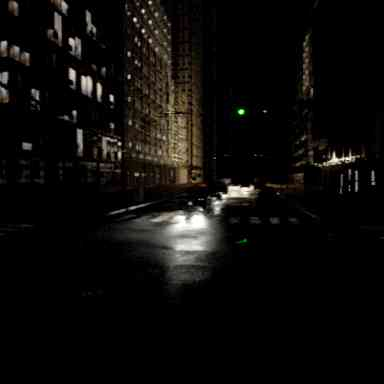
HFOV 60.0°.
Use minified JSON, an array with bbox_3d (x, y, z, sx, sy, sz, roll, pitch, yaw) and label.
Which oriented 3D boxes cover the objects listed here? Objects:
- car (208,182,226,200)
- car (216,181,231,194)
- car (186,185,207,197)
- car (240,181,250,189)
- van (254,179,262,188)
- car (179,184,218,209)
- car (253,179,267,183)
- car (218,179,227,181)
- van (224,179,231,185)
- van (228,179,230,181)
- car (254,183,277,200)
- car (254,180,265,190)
[{"bbox_3d":[2.139,-0.024,34.487,1.812,1.442,4.674,0,3,10],"label":"car"},{"bbox_3d":[3.866,-0.423,44.285,1.994,1.385,4.181,0,3,10],"label":"car"},{"bbox_3d":[0.576,-0.197,39.856,1.802,1.307,4.206,0,3,10],"label":"car"},{"bbox_3d":[10.319,-1.381,64.445,1.812,1.442,4.674,0,3,10],"label":"car"},{"bbox_3d":[14.086,-1.877,71.110,1.690,1.788,3.998,0,3,10],"label":"van"},{"bbox_3d":[0.347,0.391,24.410,2.128,1.511,4.902,0,3,11],"label":"car"},{"bbox_3d":[11.211,-1.166,54.794,2.192,1.841,5.009,0,3,10],"label":"car"},{"bbox_3d":[5.367,-1.562,67.043,1.967,1.590,4.097,0,3,10],"label":"car"},{"bbox_3d":[10.157,-2.890,94.229,1.690,1.788,3.998,0,3,10],"label":"van"},{"bbox_3d":[7.283,-2.153,77.915,1.690,1.788,3.998,0,3,10],"label":"van"},{"bbox_3d":[7.428,0.059,33.043,1.947,1.339,4.313,0,3,10],"label":"car"},{"bbox_3d":[12.170,-1.287,60.238,1.967,1.590,4.097,0,3,10],"label":"car"}]
